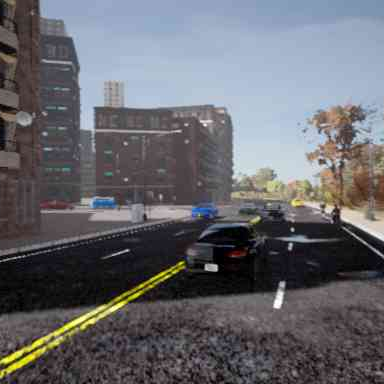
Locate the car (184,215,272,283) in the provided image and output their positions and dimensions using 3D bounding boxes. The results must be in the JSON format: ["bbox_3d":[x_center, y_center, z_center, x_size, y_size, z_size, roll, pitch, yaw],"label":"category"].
[{"bbox_3d":[1.179,1.639,10.031,1.812,1.442,4.674,-1,-1,18],"label":"car"}]

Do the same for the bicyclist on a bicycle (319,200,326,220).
[{"bbox_3d":[11.387,1.595,29.023,0.659,1.776,1.843,-1,0,17],"label":"bicyclist on a bicycle"}]

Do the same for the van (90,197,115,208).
[{"bbox_3d":[-14.479,1.742,54.391,3.998,1.788,1.690,0,-2,-13],"label":"van"}]

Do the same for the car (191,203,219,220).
[{"bbox_3d":[1.366,1.871,32.851,1.882,1.535,5.008,-1,-1,17],"label":"car"}]

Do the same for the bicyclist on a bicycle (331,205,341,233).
[{"bbox_3d":[8.495,1.597,19.550,0.582,1.620,1.656,-1,-1,17],"label":"bicyclist on a bicycle"}]

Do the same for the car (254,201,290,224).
[{"bbox_3d":[6.656,1.753,27.335,2.128,1.511,4.902,-1,-1,17],"label":"car"}]

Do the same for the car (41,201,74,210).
[{"bbox_3d":[-18.112,1.888,44.903,4.206,1.307,1.802,0,-2,-13],"label":"car"}]

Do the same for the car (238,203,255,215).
[{"bbox_3d":[6.541,2.003,38.778,1.895,1.301,4.718,-1,-1,16],"label":"car"}]

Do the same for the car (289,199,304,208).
[{"bbox_3d":[18.905,1.977,59.590,1.882,1.535,5.008,-1,-1,14],"label":"car"}]
